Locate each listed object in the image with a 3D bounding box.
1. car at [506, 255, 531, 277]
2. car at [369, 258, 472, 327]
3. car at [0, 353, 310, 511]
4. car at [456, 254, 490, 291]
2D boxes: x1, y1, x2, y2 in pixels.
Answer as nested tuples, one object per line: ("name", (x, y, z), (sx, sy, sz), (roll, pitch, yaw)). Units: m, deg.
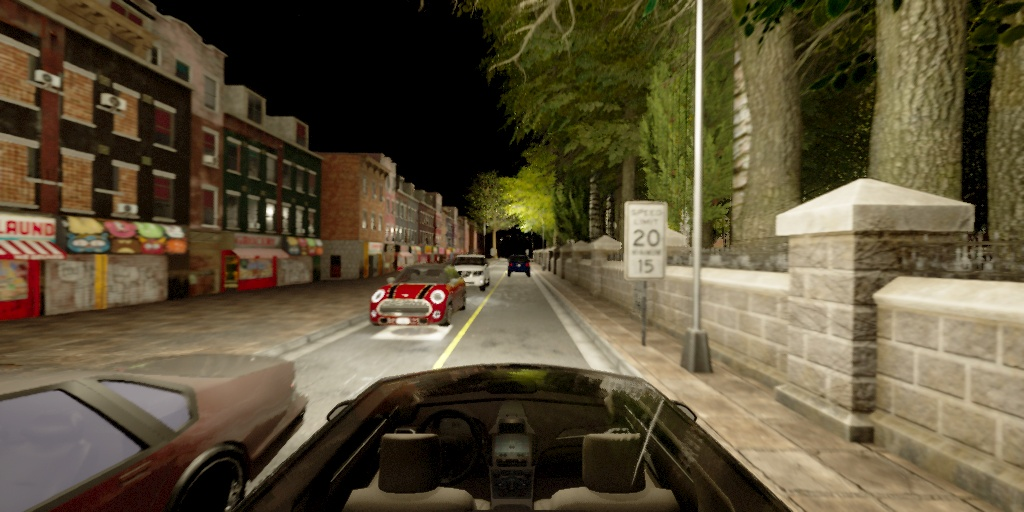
("car", (0.656, 0.924, 34.604), (2.150, 2.045, 5.566), (1, 0, 1))
("car", (-2.710, 1.055, 11.328), (2.097, 1.767, 4.553), (1, 0, 1))
("car", (-2.896, 1.261, 1.059), (2.033, 1.411, 5.357), (1, 0, 1))
("car", (-2.521, 0.915, 21.737), (2.150, 2.045, 5.566), (1, 0, 0))
